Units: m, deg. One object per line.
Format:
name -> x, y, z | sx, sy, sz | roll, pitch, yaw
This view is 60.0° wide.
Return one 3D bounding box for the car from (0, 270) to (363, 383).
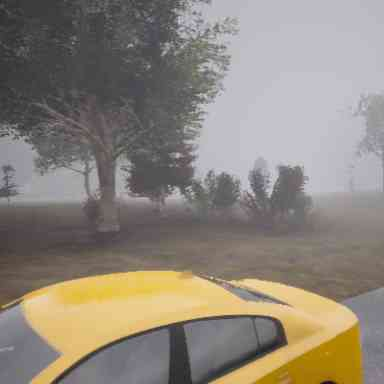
car -> -0.733, 1.466, 2.471 | 5.008, 1.535, 1.882 | 0, 0, -35
